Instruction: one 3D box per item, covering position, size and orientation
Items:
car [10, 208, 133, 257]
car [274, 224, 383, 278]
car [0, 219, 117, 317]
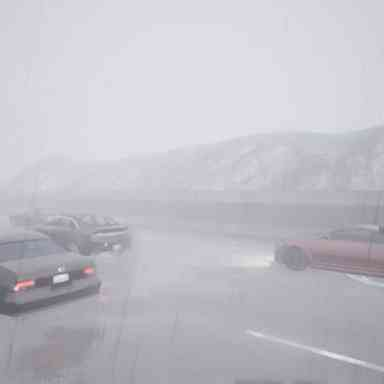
[{"bbox_3d":[-4.212,1.504,11.843,4.902,1.511,2.128,0,0,39],"label":"car"},{"bbox_3d":[4.527,1.601,9.495,4.181,1.385,1.994,0,0,36],"label":"car"},{"bbox_3d":[-4.251,1.550,7.364,5.357,1.411,2.033,0,0,38],"label":"car"}]
